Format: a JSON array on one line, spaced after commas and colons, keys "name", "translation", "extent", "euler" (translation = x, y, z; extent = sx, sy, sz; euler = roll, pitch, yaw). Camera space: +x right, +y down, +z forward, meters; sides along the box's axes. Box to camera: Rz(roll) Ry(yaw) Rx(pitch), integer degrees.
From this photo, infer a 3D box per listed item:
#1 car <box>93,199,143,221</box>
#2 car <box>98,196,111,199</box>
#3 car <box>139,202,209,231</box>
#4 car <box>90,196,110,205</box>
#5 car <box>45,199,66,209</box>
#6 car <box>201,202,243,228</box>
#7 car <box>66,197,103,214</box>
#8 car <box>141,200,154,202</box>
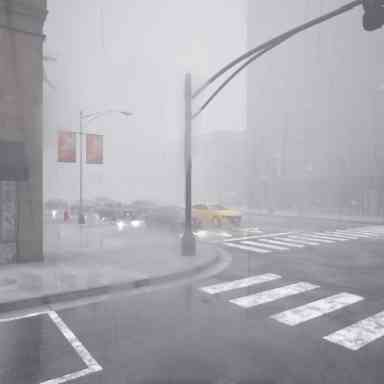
[{"name": "car", "translation": [-6.137, 1.534, 27.249], "extent": [1.994, 1.385, 4.181], "euler": [0, 0, -37]}, {"name": "car", "translation": [-10.245, 1.303, 38.536], "extent": [2.097, 1.767, 4.553], "euler": [0, 0, -36]}, {"name": "car", "translation": [-1.215, 1.547, 20.432], "extent": [1.994, 1.385, 4.181], "euler": [0, 0, -36]}, {"name": "car", "translation": [-16.183, 1.480, 58.210], "extent": [1.994, 1.385, 4.181], "euler": [0, 0, -36]}, {"name": "car", "translation": [-17.716, 1.542, 43.399], "extent": [1.895, 1.301, 4.718], "euler": [0, 0, -35]}, {"name": "car", "translation": [1.293, 1.458, 22.513], "extent": [1.882, 1.535, 5.008], "euler": [0, 0, -35]}, {"name": "car", "translation": [-11.069, 1.484, 34.123], "extent": [1.812, 1.442, 4.674], "euler": [0, 0, -36]}, {"name": "car", "translation": [-4.257, 1.471, 30.211], "extent": [1.837, 1.490, 4.892], "euler": [0, 0, -36]}]
